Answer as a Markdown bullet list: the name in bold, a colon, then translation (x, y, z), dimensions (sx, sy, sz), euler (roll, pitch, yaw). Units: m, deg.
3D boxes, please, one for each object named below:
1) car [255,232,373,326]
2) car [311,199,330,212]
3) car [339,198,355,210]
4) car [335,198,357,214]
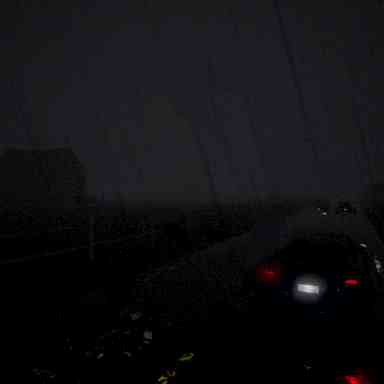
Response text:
- **car**: translation (2.793, 1.567, 7.305), dimensions (1.994, 1.385, 4.181), euler (0, 0, 26)
- **car**: translation (15.609, 1.559, 40.206), dimensions (2.033, 1.411, 5.357), euler (0, 0, 26)
- **car**: translation (20.635, 1.533, 44.296), dimensions (1.812, 1.442, 4.674), euler (0, 0, 26)
- **car**: translation (16.192, 1.537, 34.966), dimensions (1.812, 1.442, 4.674), euler (0, 0, 26)
